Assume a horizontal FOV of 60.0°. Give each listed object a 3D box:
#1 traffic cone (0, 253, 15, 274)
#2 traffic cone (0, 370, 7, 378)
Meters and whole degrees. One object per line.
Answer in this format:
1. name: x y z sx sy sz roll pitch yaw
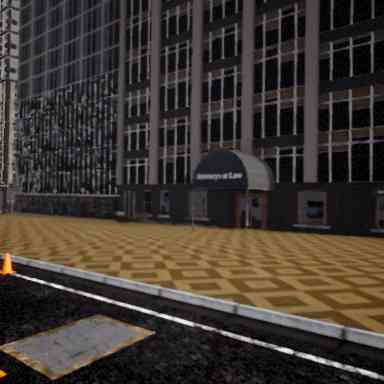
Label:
1. traffic cone: -5.639 2.174 10.197 0.340 0.580 0.340 -1 -2 36
2. traffic cone: -2.597 2.049 4.220 0.340 0.580 0.340 -1 -2 36
